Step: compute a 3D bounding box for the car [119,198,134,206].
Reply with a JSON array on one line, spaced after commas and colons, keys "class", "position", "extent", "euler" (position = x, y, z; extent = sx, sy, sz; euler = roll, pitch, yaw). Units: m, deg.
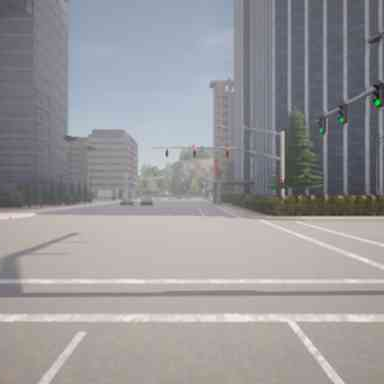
[{"class": "car", "position": [-11.436, 1.794, 58.569], "extent": [1.994, 1.385, 4.181], "euler": [0, 0, 0]}]

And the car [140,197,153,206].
[{"class": "car", "position": [-7.942, 1.709, 58.730], "extent": [1.882, 1.535, 5.008], "euler": [0, 0, 0]}]

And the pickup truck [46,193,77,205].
[{"class": "pickup truck", "position": [-24.550, 1.305, 62.233], "extent": [2.390, 2.098, 6.274], "euler": [0, 0, 30]}]
